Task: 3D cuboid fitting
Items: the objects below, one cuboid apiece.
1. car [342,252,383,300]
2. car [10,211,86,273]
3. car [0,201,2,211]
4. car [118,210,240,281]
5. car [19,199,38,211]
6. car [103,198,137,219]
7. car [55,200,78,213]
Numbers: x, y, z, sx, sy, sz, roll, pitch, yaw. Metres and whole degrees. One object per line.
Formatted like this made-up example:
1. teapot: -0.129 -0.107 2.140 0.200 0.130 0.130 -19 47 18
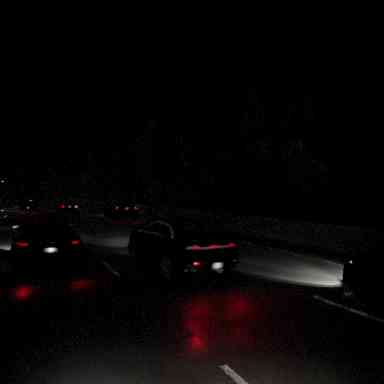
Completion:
1. car: 5.252 1.703 6.659 1.994 1.385 4.181 1 0 -27
2. car: -4.742 1.534 10.808 1.994 1.385 4.181 1 0 -27
3. car: -20.607 1.359 33.910 1.994 1.385 4.181 1 0 -27
4. car: -0.476 1.540 10.163 2.128 1.511 4.902 1 0 -27
5. car: -19.093 1.453 38.781 1.895 1.301 4.718 1 0 -27
6. car: -6.365 1.394 29.314 2.097 1.767 4.553 1 0 -27
7. car: -13.150 1.491 34.864 2.033 1.411 5.357 1 0 -27
